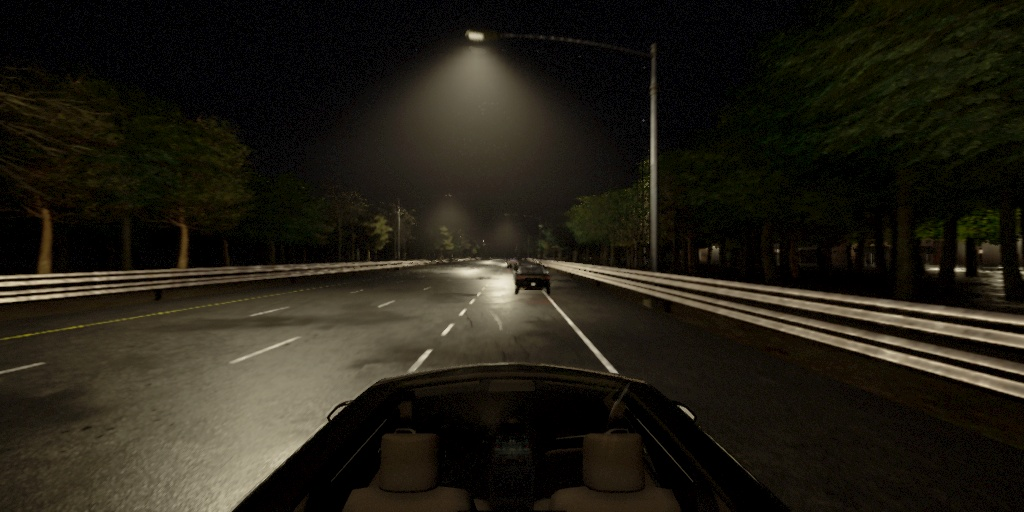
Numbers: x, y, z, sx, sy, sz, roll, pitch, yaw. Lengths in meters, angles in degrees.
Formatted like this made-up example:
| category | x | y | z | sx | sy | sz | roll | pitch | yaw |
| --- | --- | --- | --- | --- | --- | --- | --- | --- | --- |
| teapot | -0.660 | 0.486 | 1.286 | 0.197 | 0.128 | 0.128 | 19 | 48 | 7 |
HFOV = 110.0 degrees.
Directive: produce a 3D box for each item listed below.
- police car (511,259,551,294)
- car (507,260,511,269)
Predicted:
| category | x | y | z | sx | sy | sz | roll | pitch | yaw |
| --- | --- | --- | --- | --- | --- | --- | --- | --- | --- |
| police car | 1.059 | 1.182 | 20.342 | 1.930 | 1.638 | 5.238 | 0 | 0 | 0 |
| car | 0.122 | 1.405 | 59.006 | 1.895 | 1.301 | 4.718 | 0 | 0 | 1 |
